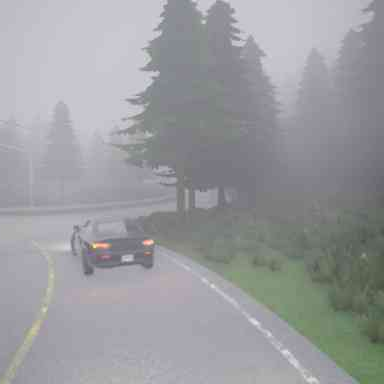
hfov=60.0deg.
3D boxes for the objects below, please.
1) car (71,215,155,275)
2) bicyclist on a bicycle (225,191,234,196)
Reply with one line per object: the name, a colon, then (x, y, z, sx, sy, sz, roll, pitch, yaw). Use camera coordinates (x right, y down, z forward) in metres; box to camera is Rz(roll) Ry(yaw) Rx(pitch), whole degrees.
car: (-2.521, 1.411, 10.128, 1.812, 1.442, 4.674, -1, 1, -25)
bicyclist on a bicycle: (3.721, 0.465, 32.947, 1.656, 1.620, 0.582, -12, -2, 31)
